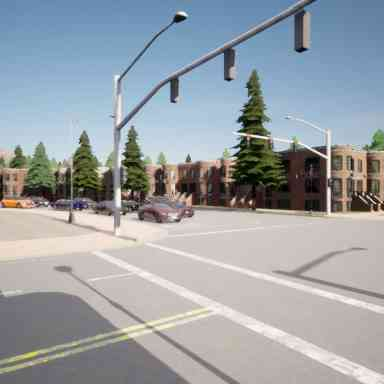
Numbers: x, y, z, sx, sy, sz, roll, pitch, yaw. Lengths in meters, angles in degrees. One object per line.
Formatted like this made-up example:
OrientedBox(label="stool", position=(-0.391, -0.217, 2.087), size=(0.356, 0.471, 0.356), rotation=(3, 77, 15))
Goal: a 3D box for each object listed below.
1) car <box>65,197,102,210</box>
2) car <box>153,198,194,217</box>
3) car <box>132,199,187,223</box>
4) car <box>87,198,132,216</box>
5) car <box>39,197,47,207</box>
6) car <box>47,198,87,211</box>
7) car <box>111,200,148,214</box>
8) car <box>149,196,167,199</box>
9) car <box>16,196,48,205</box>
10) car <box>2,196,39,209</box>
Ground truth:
OrientedBox(label="car", position=(-14.334, 1.491, 43.818), size=(4.902, 1.511, 2.128), rotation=(0, 0, 36))
OrientedBox(label="car", position=(-1.613, 1.563, 30.066), size=(1.994, 1.385, 4.181), rotation=(0, 0, -37))
OrientedBox(label="car", position=(-2.598, 1.525, 25.546), size=(1.812, 1.442, 4.674), rotation=(0, 0, -35))
OrientedBox(label="car", position=(-8.279, 1.547, 33.224), size=(2.033, 1.411, 5.357), rotation=(0, 0, -38))
OrientedBox(label="car", position=(-23.287, 1.491, 49.070), size=(4.902, 1.511, 2.128), rotation=(0, 0, 23))
OrientedBox(label="car", position=(-14.971, 1.600, 39.995), size=(4.718, 1.301, 1.895), rotation=(0, 0, 38))
OrientedBox(label="car", position=(-6.977, 1.600, 36.992), size=(1.895, 1.301, 4.718), rotation=(0, 0, -41))
OrientedBox(label="car", position=(-4.965, 1.351, 45.298), size=(4.553, 1.767, 2.097), rotation=(0, 0, 45))
OrientedBox(label="car", position=(-27.842, 1.491, 57.986), size=(4.902, 1.511, 2.128), rotation=(0, 0, 15))
OrientedBox(label="car", position=(-23.695, 1.352, 45.390), size=(4.553, 1.767, 2.097), rotation=(0, 0, 25))
